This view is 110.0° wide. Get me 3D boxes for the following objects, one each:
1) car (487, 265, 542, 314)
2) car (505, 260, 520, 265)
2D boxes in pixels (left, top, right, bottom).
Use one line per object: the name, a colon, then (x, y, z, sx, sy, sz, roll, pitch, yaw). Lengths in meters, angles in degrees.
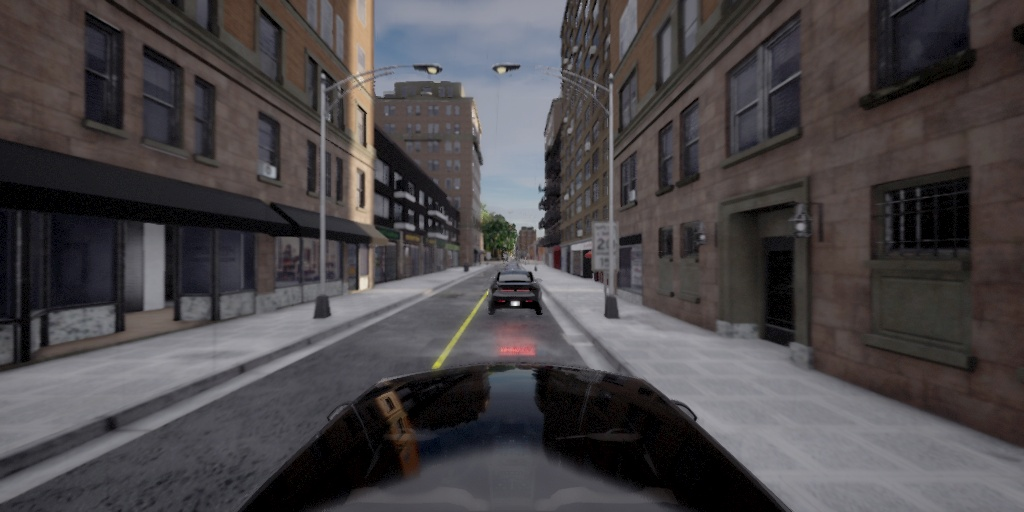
car: (0.109, 1.279, 13.895, 1.837, 1.490, 4.892, 0, 0, 0)
car: (0.051, 1.409, 39.658, 1.994, 1.385, 4.181, 0, 0, 1)
